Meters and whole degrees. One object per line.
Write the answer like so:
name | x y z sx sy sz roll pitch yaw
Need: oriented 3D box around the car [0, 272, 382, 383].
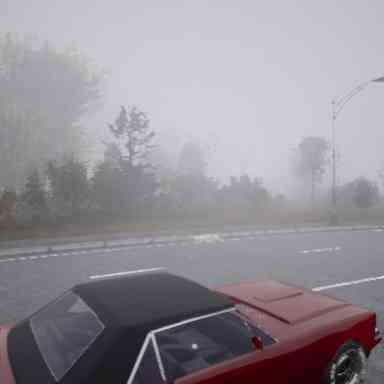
car | -0.106 1.576 3.434 4.718 1.301 1.895 0 0 -33
